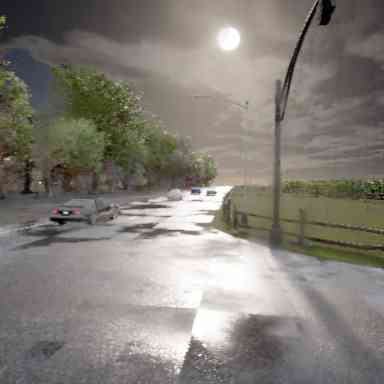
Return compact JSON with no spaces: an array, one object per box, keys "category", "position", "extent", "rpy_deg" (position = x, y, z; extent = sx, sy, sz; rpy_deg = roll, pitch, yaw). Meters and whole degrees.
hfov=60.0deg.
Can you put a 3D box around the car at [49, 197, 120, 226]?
[{"category":"car","position":[-5.725,0.987,18.431],"extent":[2.033,1.411,5.357],"rpy_deg":[1,1,7]}]

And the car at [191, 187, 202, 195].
[{"category":"car","position":[0.900,-0.248,68.820],"extent":[1.882,1.535,5.008],"rpy_deg":[1,1,7]}]

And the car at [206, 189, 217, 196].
[{"category":"car","position":[3.924,-0.004,65.746],"extent":[1.895,1.301,4.718],"rpy_deg":[1,1,7]}]

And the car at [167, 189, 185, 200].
[{"category":"car","position":[-2.113,0.333,45.797],"extent":[1.812,1.442,4.674],"rpy_deg":[1,1,8]}]
